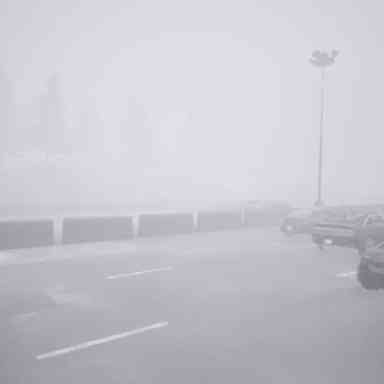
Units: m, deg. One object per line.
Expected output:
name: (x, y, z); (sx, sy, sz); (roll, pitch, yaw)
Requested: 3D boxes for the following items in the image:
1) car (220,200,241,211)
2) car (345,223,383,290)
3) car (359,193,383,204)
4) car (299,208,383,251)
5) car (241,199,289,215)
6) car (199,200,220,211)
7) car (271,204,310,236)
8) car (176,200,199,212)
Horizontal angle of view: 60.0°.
car: (5.581, 1.518, 33.861); (4.892, 1.490, 1.837); (0, 0, -36)
car: (5.794, 1.558, 7.913); (4.181, 1.385, 1.994); (0, 0, -36)
car: (33.686, 1.201, 62.555); (5.566, 2.045, 2.150); (0, 0, -36)
car: (6.647, 1.488, 12.834); (4.902, 1.511, 2.128); (0, 0, -36)
car: (7.279, 1.499, 30.771); (4.902, 1.511, 2.128); (0, 0, -36)
car: (3.499, 1.621, 36.676); (4.718, 1.301, 1.895); (0, 0, -36)
car: (6.440, 1.525, 16.997); (4.674, 1.442, 1.812); (0, 0, -36)
car: (0.443, 1.629, 38.789); (4.718, 1.301, 1.895); (0, 0, -36)
